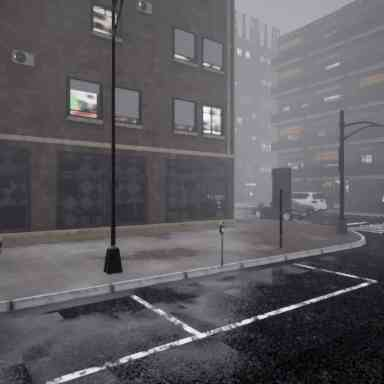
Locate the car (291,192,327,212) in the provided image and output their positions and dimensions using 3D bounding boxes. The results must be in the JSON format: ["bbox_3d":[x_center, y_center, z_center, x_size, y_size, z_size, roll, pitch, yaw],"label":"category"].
[{"bbox_3d":[9.321,0.978,29.995,2.150,2.045,5.566,0,1,-37],"label":"car"}]

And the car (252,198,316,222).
[{"bbox_3d":[6.302,1.341,24.208,2.008,1.369,4.403,1,0,-36],"label":"car"}]

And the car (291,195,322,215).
[{"bbox_3d":[7.495,1.250,26.954,1.882,1.535,5.008,0,1,-36],"label":"car"}]
